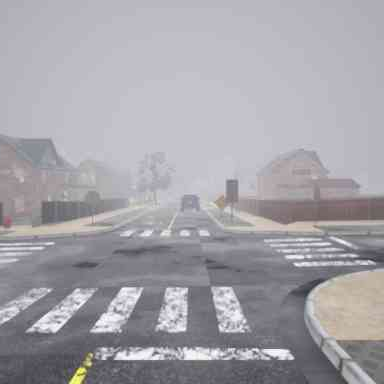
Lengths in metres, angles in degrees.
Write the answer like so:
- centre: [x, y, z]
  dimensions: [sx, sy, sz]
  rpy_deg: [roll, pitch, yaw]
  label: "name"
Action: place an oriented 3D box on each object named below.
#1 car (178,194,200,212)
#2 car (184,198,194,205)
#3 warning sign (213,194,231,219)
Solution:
- centre: [-0.239, 1.292, 40.530]
  dimensions: [2.150, 2.045, 5.566]
  rpy_deg: [0, 0, -1]
  label: "car"
- centre: [-0.615, 1.827, 64.150]
  dimensions: [1.895, 1.301, 4.718]
  rpy_deg: [0, 0, -1]
  label: "car"
- centre: [2.406, 1.141, 26.706]
  dimensions: [1.300, 1.860, 1.060]
  rpy_deg: [2, 2, -1]
  label: "warning sign"
